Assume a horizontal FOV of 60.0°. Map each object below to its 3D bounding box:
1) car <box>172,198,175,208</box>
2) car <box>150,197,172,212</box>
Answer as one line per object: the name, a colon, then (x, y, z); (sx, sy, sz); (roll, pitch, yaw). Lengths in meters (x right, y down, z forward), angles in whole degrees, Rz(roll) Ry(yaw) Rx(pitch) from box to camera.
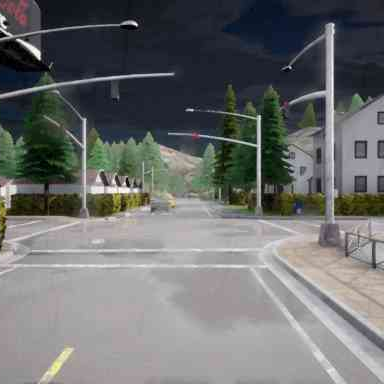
car: (-3.588, 1.477, 48.589); (1.882, 1.535, 5.008); (0, 0, 0)
car: (-3.585, 1.525, 38.117); (1.812, 1.442, 4.674); (0, 0, 0)
